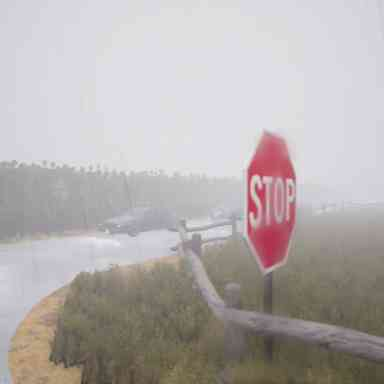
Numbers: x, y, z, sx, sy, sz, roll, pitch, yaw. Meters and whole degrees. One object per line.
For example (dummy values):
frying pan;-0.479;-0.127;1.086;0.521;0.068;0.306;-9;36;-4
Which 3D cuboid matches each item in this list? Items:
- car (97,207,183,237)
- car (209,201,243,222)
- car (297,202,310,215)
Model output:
car;-2.603;1.555;18.472;2.033;1.411;5.357;0;0;35
car;3.243;1.499;26.682;2.128;1.511;4.902;0;0;35
car;8.777;1.553;28.799;2.033;1.411;5.357;0;0;35
